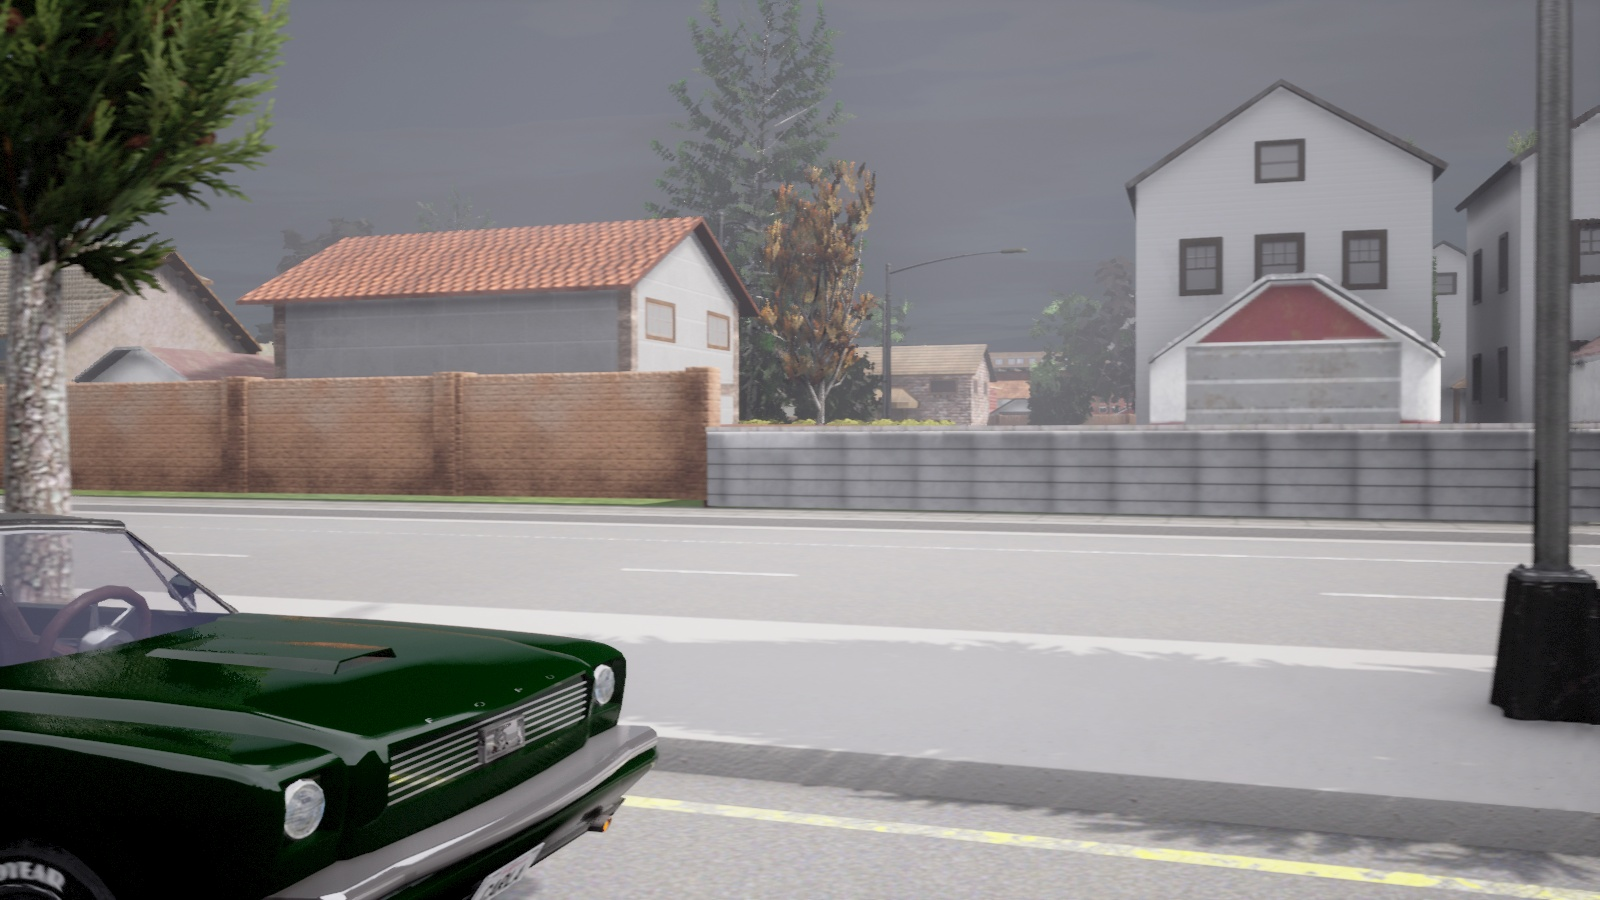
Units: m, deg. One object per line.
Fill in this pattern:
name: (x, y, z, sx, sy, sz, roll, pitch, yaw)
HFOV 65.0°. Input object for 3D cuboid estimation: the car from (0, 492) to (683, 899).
car: (-2.941, 0.849, 4.183, 4.718, 1.301, 1.895, 1, 1, 19)
